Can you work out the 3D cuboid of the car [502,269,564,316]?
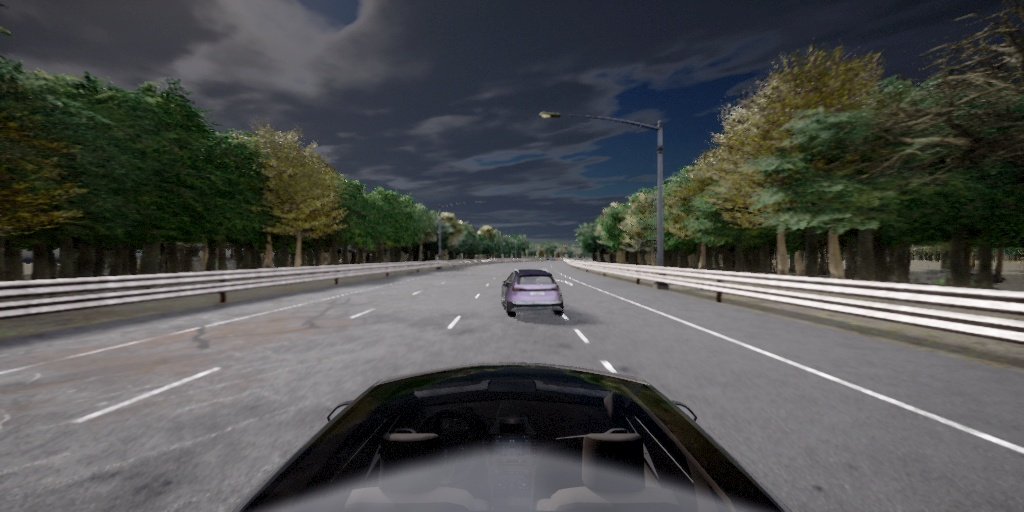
[{"bbox_3d":[0.644,1.276,13.571,2.033,1.649,4.856,-1,-1,-4],"label":"car"}]
